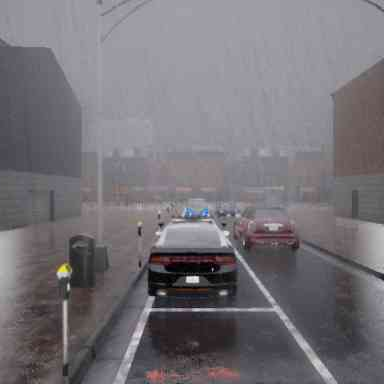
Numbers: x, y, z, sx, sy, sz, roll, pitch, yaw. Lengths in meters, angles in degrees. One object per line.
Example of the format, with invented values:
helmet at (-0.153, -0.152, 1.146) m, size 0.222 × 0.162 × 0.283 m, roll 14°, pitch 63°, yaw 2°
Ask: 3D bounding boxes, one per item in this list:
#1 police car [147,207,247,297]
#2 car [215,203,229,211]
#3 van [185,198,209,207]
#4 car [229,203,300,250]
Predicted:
police car at (0.012, 1.424, 8.761) m, size 1.930 × 1.638 × 5.238 m, roll 0°, pitch 0°, yaw 0°
car at (3.020, 1.623, 29.517) m, size 1.895 × 1.301 × 4.718 m, roll 0°, pitch 0°, yaw 0°
van at (0.374, 1.345, 25.499) m, size 1.690 × 1.788 × 3.998 m, roll -1°, pitch 0°, yaw 0°
car at (3.021, 1.367, 14.456) m, size 2.097 × 1.767 × 4.553 m, roll 0°, pitch 0°, yaw 0°
